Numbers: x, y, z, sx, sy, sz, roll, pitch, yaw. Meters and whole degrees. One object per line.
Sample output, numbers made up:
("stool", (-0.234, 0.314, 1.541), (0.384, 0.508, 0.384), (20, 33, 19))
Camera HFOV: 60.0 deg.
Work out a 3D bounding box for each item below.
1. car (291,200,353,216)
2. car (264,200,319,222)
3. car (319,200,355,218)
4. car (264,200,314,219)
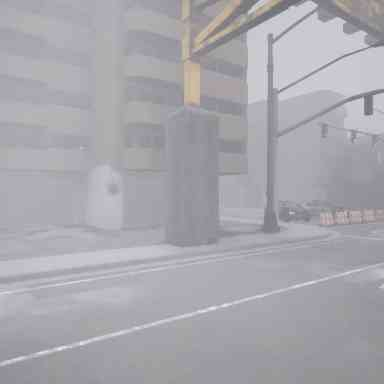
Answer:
("car", (10.962, 1.295, 28.162), (4.536, 1.218, 1.853), (0, 0, 34))
("car", (7.439, 1.453, 25.969), (2.038, 1.542, 4.974), (0, 0, -11))
("car", (11.006, 1.453, 28.134), (4.974, 1.542, 2.038), (0, 0, 34))
("car", (7.429, 1.295, 26.020), (1.853, 1.218, 4.536), (0, 0, -11))
